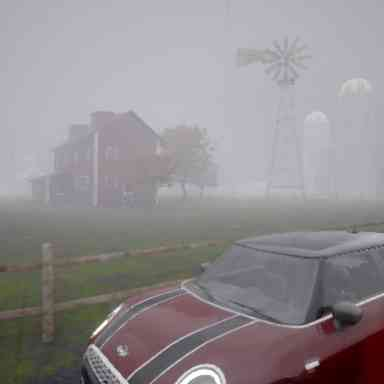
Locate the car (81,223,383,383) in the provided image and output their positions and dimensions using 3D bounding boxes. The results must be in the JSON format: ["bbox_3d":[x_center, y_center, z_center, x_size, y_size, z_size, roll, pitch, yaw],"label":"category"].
[{"bbox_3d":[1.118,1.331,3.880,4.553,1.767,2.097,0,0,-35],"label":"car"}]
